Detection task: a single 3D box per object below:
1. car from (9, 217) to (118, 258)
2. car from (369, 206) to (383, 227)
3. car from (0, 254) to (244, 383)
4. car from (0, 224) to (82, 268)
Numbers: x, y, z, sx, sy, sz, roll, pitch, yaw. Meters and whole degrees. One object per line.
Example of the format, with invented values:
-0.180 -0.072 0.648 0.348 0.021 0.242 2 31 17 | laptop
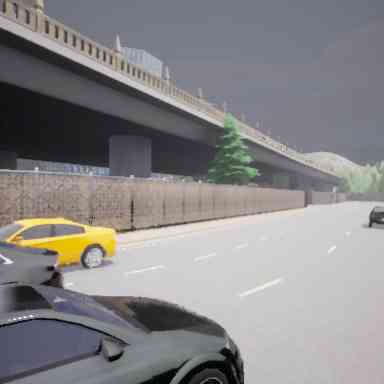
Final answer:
-4.609 1.529 9.656 5.008 1.535 1.882 1 0 -44 | car
14.757 1.833 25.585 1.882 1.535 5.008 0 -1 30 | car
-1.475 1.578 2.956 4.181 1.385 1.994 1 -1 -38 | car
-4.593 1.502 5.227 4.902 1.511 2.128 1 0 -38 | car
